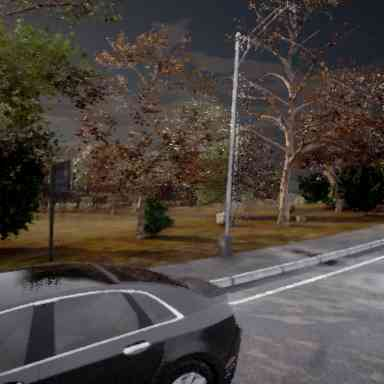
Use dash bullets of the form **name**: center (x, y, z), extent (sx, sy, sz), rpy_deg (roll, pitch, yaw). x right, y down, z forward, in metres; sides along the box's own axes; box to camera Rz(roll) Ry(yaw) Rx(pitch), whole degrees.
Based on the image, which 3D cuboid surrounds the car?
- **car**: center (-1.709, 1.512, 2.894), extent (4.892, 1.490, 1.837), rpy_deg (0, 0, -36)
